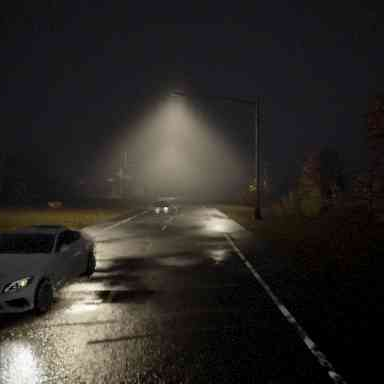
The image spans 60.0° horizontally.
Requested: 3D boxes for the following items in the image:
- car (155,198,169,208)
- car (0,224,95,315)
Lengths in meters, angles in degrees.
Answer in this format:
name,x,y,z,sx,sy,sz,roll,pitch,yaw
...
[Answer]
name,x,y,z,sx,sy,sz,roll,pitch,yaw
car,-4.493,1.604,49.787,1.994,1.385,4.181,0,0,-6
car,-3.601,1.528,7.673,1.812,1.442,4.674,0,0,0
